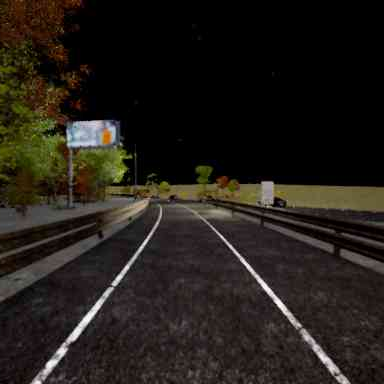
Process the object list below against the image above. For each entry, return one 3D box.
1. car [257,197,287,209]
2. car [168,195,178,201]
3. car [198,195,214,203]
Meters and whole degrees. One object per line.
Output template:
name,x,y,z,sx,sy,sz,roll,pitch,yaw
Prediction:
car,10.051,1.354,42.380,1.882,1.535,5.008,0,0,-19
car,-4.930,1.508,87.029,1.812,1.442,4.674,0,0,-19
car,2.725,1.441,64.212,1.837,1.490,4.892,0,0,-19
